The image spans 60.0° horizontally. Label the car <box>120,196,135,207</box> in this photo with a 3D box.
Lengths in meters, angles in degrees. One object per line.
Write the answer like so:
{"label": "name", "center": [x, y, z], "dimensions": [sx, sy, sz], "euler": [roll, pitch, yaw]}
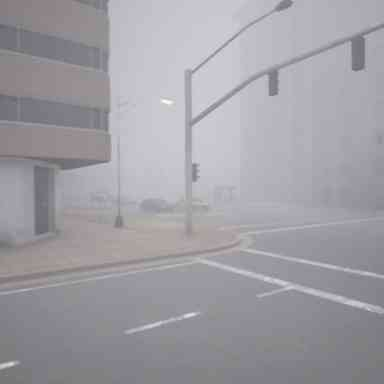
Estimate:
{"label": "car", "center": [-9.775, 1.294, 48.456], "dimensions": [2.033, 1.411, 5.357], "euler": [-1, 0, -36]}

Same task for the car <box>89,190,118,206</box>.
{"label": "car", "center": [-12.590, 0.704, 46.368], "dimensions": [2.150, 2.045, 5.566], "euler": [-1, 0, -36]}

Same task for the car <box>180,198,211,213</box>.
{"label": "car", "center": [-0.050, 1.312, 34.953], "dimensions": [1.882, 1.535, 5.008], "euler": [-1, 0, -36]}

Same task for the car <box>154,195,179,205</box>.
{"label": "car", "center": [-4.124, 1.304, 52.590], "dimensions": [1.812, 1.442, 4.674], "euler": [-1, 0, -36]}

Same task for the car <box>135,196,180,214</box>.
{"label": "car", "center": [-3.566, 1.368, 33.838], "dimensions": [1.837, 1.490, 4.892], "euler": [-1, 0, -36]}
